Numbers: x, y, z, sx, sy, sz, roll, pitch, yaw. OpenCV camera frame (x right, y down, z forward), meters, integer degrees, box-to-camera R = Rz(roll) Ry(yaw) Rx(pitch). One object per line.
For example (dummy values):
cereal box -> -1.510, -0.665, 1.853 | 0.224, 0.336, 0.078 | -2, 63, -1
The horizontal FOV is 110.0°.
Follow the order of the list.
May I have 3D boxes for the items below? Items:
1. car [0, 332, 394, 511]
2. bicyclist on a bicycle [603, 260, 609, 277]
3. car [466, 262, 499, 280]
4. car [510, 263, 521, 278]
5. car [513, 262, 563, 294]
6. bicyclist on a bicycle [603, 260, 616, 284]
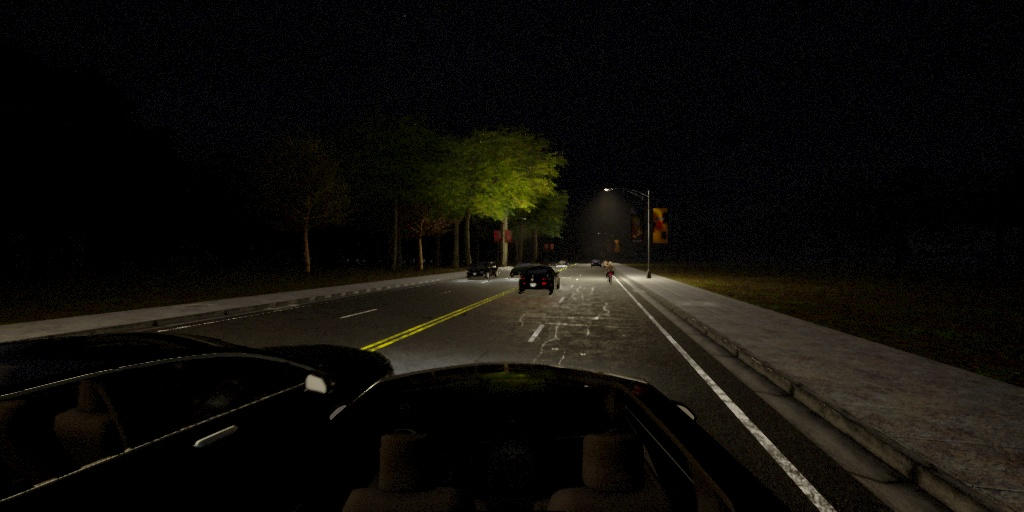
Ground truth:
car -> -2.561, 1.255, 2.225 | 1.837, 1.490, 4.892 | 0, 0, 13
bicyclist on a bicycle -> 9.295, 1.211, 35.555 | 0.582, 1.620, 1.656 | 0, 0, 13
car -> -2.552, 1.260, 32.007 | 1.837, 1.490, 4.892 | 0, 0, 13
car -> 1.144, 1.320, 33.566 | 1.994, 1.385, 4.181 | 0, 0, 13
car -> 1.590, 1.279, 20.174 | 1.812, 1.442, 4.674 | 0, 0, 13
bicyclist on a bicycle -> 7.065, 1.191, 25.810 | 0.866, 1.612, 1.509 | 0, 0, 13
